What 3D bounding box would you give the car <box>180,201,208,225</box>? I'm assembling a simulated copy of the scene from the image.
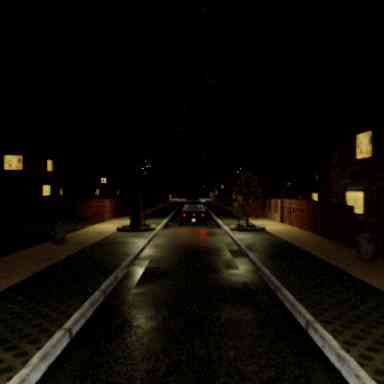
[{"bbox_3d":[0.113,1.558,23.938,1.895,1.301,4.718,0,0,0],"label":"car"}]
